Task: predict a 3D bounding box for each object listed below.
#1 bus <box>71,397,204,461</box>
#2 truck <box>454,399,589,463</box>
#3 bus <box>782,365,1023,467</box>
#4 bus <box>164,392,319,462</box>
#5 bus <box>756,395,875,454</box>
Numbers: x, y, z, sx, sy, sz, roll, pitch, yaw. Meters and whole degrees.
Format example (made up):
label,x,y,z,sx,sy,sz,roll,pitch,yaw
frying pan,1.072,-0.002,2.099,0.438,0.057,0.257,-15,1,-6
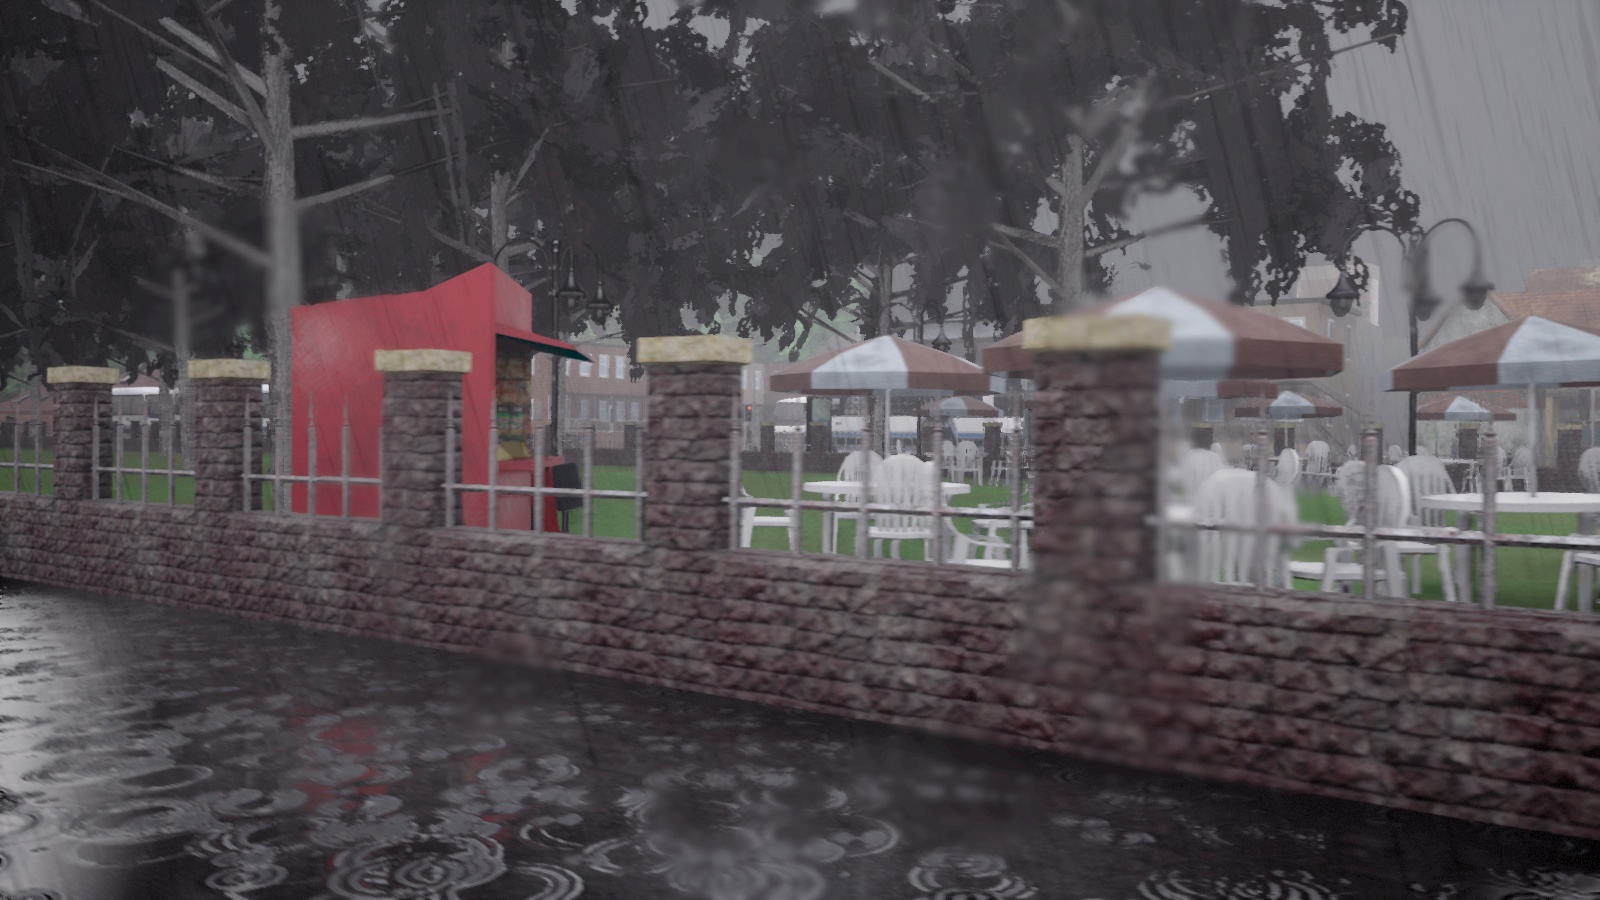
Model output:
label,x,y,z,sx,sy,sz,roll,pitch,yaw
bus,-46.181,-1.409,87.447,10.273,4.253,3.944,0,1,36
truck,-16.027,-1.086,72.808,2.891,3.462,7.936,-1,1,31
bus,4.476,-1.446,56.697,10.273,4.253,3.944,0,1,36
bus,-35.779,-1.405,80.288,10.273,4.253,3.944,0,1,32
bus,1.361,-1.954,96.603,3.944,4.253,10.273,0,1,36
